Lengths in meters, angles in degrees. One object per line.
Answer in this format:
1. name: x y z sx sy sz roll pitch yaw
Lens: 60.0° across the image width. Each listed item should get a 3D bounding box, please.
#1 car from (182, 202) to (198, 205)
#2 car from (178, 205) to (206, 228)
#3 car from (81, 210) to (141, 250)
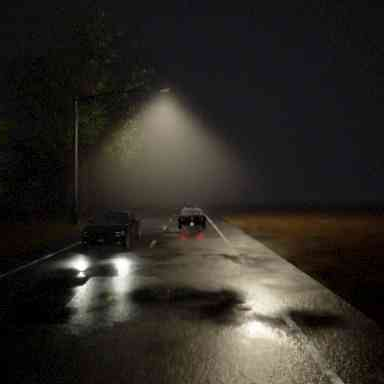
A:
1. car: -0.236 1.954 41.500 1.994 1.385 4.181 0 -1 -1
2. car: -0.018 1.823 23.883 1.895 1.301 4.718 0 -1 0
3. car: -3.558 1.621 15.368 1.882 1.535 5.008 0 0 0
